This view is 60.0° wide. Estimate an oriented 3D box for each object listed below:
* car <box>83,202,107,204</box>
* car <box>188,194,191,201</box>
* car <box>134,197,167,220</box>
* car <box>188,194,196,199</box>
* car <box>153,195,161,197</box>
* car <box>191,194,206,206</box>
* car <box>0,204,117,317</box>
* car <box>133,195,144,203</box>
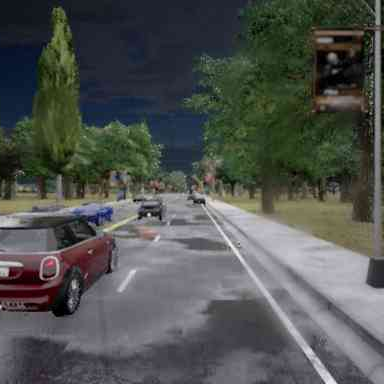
[{"bbox_3d":[-6.601,1.395,22.311,1.882,1.535,5.008,0,0,0],"label":"car"},{"bbox_3d":[-0.008,1.170,70.918,1.837,1.490,4.892,0,0,0],"label":"car"},{"bbox_3d":[-3.153,1.406,26.801,1.837,1.490,4.892,0,0,0],"label":"car"},{"bbox_3d":[-0.011,1.152,86.345,1.812,1.442,4.674,0,0,0],"label":"car"},{"bbox_3d":[-6.533,1.335,62.123,1.994,1.385,4.181,0,0,1],"label":"car"},{"bbox_3d":[1.131,1.286,51.882,1.882,1.535,5.008,0,0,0],"label":"car"},{"bbox_3d":[-3.150,1.324,7.579,2.097,1.767,4.553,0,0,0],"label":"car"},{"bbox_3d":[-9.774,1.319,62.101,2.033,1.411,5.357,0,0,1],"label":"car"}]
